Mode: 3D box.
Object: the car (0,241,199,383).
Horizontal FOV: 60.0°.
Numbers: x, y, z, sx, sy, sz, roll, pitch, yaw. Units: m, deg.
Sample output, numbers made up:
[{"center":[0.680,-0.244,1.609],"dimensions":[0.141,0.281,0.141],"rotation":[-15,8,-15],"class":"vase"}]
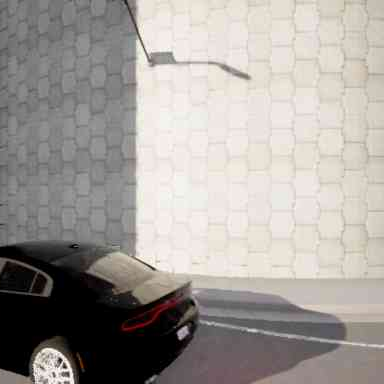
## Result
[{"center":[-2.368,1.468,4.852],"dimensions":[5.008,1.535,1.882],"rotation":[0,0,24],"class":"car"}]
